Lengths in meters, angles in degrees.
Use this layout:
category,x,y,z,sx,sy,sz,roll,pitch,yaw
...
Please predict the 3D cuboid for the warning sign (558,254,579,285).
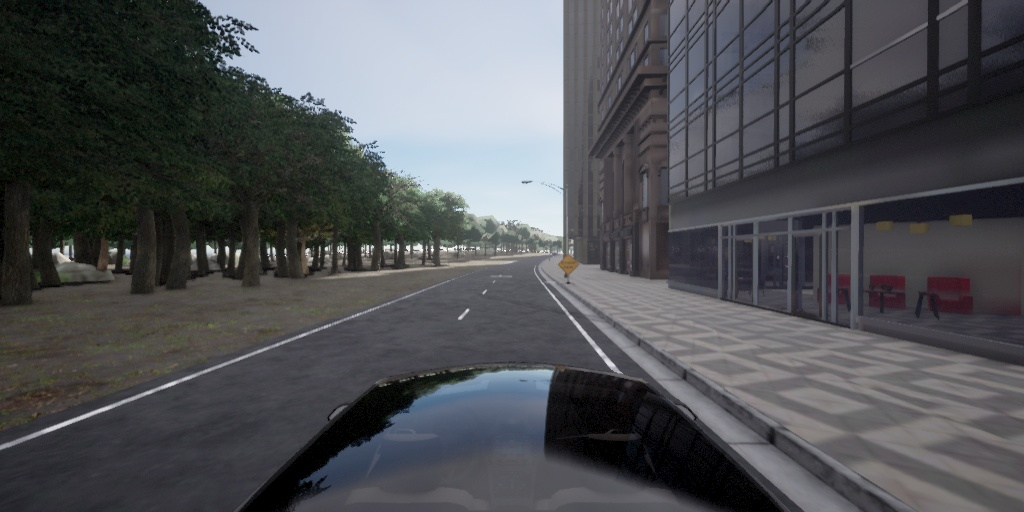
category,x,y,z,sx,sy,sz,roll,pitch,yaw
warning sign,3.379,0.802,21.521,1.300,1.860,1.060,0,0,1
